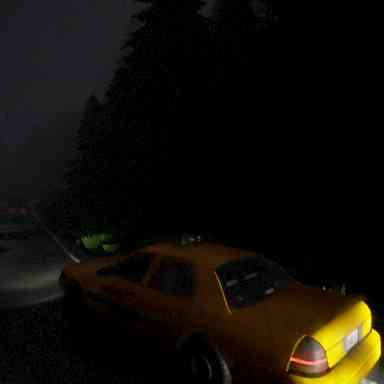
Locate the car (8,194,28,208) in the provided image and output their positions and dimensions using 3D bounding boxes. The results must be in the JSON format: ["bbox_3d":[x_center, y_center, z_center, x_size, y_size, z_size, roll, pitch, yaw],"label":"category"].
[{"bbox_3d":[-21.003,1.049,40.145,2.128,1.511,4.902,-2,2,-26],"label":"car"}]

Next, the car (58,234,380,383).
[{"bbox_3d":[-0.237,1.416,5.102,5.366,1.575,1.801,1,1,45],"label":"car"}]
